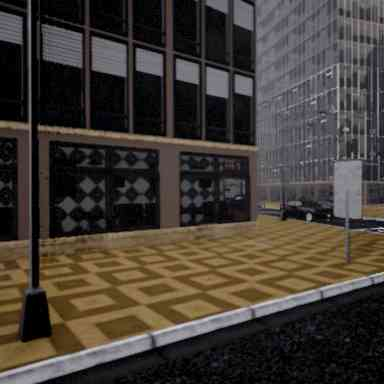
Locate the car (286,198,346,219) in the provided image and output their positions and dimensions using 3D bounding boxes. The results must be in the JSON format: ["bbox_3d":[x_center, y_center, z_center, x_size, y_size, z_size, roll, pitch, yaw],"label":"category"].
[{"bbox_3d":[10.516,1.319,28.734,2.033,1.411,5.357,0,1,-18],"label":"car"}]

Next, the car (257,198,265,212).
[{"bbox_3d":[5.662,1.055,34.211,2.097,1.767,4.553,0,1,-17],"label":"car"}]

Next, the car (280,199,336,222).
[{"bbox_3d":[8.563,1.310,25.003,1.882,1.535,5.008,0,1,-17],"label":"car"}]
